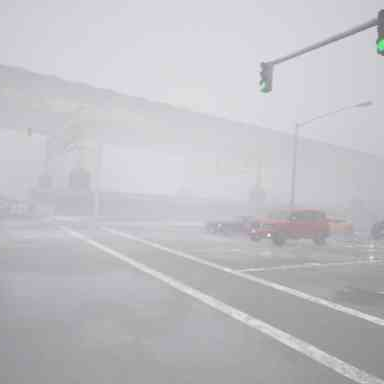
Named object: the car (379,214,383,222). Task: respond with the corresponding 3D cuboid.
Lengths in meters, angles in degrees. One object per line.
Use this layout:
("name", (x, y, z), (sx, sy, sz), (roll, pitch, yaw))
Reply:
("car", (37.169, 5.012, 63.490), (1.853, 1.218, 4.536), (3, -1, 22))

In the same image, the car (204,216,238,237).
("car", (3.144, 2.251, 22.194), (4.718, 1.301, 1.895), (4, -1, -31))

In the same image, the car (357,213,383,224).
("car", (33.217, 4.863, 61.040), (4.974, 1.542, 2.038), (3, -1, 12))

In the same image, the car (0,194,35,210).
("car", (-16.714, 0.826, 29.606), (4.536, 1.218, 1.853), (4, -1, -3))

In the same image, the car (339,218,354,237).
("car", (11.079, 2.740, 27.013), (5.008, 1.535, 1.882), (4, -1, -31))

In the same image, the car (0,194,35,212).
("car", (-16.673, 0.987, 29.606), (4.974, 1.542, 2.038), (4, -1, -3))

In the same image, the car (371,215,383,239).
("car", (16.538, 2.819, 26.229), (5.566, 2.045, 2.150), (5, -2, -31))

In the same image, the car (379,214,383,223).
("car", (37.140, 5.166, 63.439), (2.038, 1.542, 4.974), (3, -1, 22))

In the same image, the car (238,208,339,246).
("car", (5.768, 1.986, 19.687), (5.566, 2.045, 2.150), (4, -1, -31))
